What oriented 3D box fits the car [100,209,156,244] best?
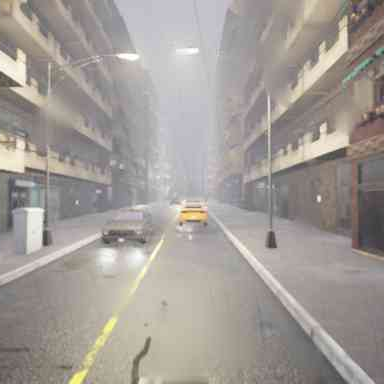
[{"bbox_3d":[-2.852,1.563,16.083,2.033,1.411,5.357,0,0,0],"label":"car"}]

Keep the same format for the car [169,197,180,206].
[{"bbox_3d":[-2.820,1.608,56.955,1.837,1.490,4.892,0,0,1],"label":"car"}]

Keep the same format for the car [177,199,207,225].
[{"bbox_3d":[0.094,1.506,24.250,1.882,1.535,5.008,0,0,0],"label":"car"}]
